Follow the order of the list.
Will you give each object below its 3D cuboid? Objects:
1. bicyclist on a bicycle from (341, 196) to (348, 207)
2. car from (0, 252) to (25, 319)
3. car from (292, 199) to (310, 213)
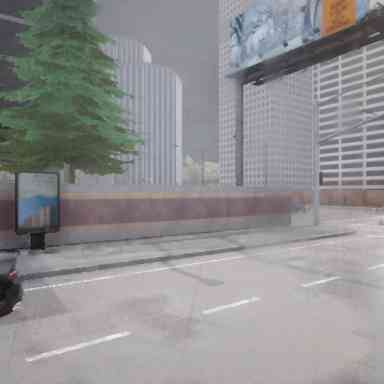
[{"bbox_3d":[21.243,1.301,46.301,1.656,1.620,0.582,0,0,-35],"label":"bicyclist on a bicycle"},{"bbox_3d":[-5.087,1.505,4.654,4.892,1.490,1.837,0,0,-36],"label":"car"},{"bbox_3d":[10.512,1.491,36.393,2.128,1.511,4.902,0,0,-35],"label":"car"}]
